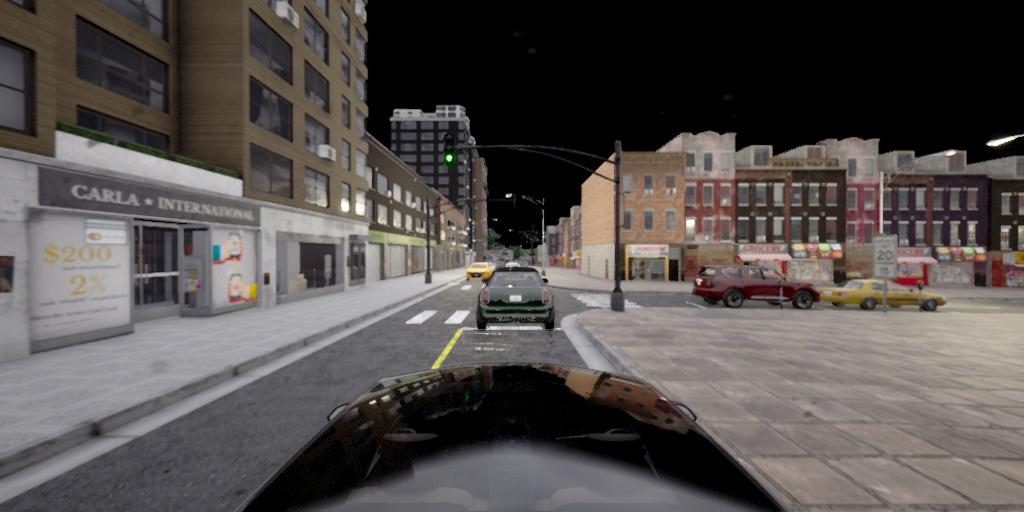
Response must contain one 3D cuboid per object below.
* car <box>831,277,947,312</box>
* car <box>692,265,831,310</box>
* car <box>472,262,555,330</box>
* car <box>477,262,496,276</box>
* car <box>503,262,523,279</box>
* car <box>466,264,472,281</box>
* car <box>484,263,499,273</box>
[{"bbox_3d":[16.512,1.665,16.145,4.829,1.417,1.751,0,0,0],"label":"car"},{"bbox_3d":[10.797,1.352,16.156,5.009,1.841,2.192,0,0,0],"label":"car"},{"bbox_3d":[0.098,1.110,11.283,2.097,1.767,4.553,0,0,0],"label":"car"},{"bbox_3d":[-2.841,1.431,40.765,1.812,1.442,4.674,0,0,0],"label":"car"},{"bbox_3d":[0.096,1.392,35.731,1.812,1.442,4.674,0,0,0],"label":"car"},{"bbox_3d":[-2.840,1.317,31.349,1.882,1.535,5.008,0,0,1],"label":"car"},{"bbox_3d":[-2.836,1.605,50.826,1.895,1.301,4.718,0,-1,0],"label":"car"}]
